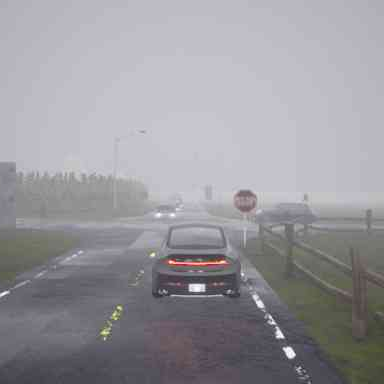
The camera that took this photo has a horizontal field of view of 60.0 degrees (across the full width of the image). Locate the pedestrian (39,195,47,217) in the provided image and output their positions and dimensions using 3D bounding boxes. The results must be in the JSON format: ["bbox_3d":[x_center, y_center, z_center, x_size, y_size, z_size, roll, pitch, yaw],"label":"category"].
[{"bbox_3d":[-12.218,1.141,27.267,0.375,1.860,0.375,0,-2,0],"label":"pedestrian"}]

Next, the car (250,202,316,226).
[{"bbox_3d":[6.552,1.511,24.329,4.553,1.767,2.097,1,-1,0],"label":"car"}]

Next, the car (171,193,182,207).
[{"bbox_3d":[-2.928,1.361,49.054,2.097,1.767,4.553,0,0,0],"label":"car"}]

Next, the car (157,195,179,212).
[{"bbox_3d":[-2.917,1.484,38.769,1.882,1.535,5.008,0,0,0],"label":"car"}]

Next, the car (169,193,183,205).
[{"bbox_3d":[-2.924,1.234,61.020,2.150,2.045,5.566,0,0,1],"label":"car"}]

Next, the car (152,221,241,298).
[{"bbox_3d":[0.087,1.506,8.505,1.837,1.490,4.892,0,0,0],"label":"car"}]
